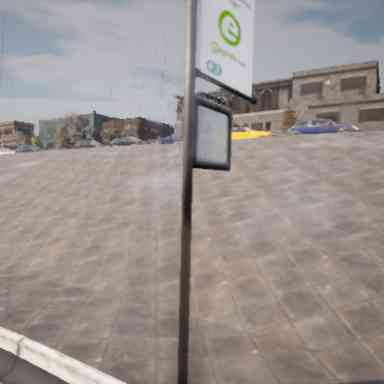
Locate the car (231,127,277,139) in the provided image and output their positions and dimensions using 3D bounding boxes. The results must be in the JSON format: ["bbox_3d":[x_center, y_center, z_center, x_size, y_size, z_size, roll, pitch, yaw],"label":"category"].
[{"bbox_3d":[3.818,-3.955,24.417,5.008,1.535,2.097,2,1,32],"label":"car"}]

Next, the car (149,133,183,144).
[{"bbox_3d":[-0.894,-4.084,27.344,4.674,1.452,2.002,2,1,33],"label":"car"}]

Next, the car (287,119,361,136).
[{"bbox_3d":[8.572,-3.912,21.601,4.553,1.767,2.185,2,1,31],"label":"car"}]

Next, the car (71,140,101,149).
[{"bbox_3d":[-10.105,-4.434,33.470,4.892,1.521,2.231,2,1,34],"label":"car"}]

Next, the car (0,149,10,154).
[{"bbox_3d":[-23.687,-4.790,42.717,4.674,1.452,2.002,2,1,34],"label":"car"}]

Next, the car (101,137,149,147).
[{"bbox_3d":[-5.539,-4.288,30.371,4.892,1.521,2.231,2,1,34],"label":"car"}]

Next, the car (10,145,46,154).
[{"bbox_3d":[-19.144,-4.824,39.624,4.553,1.767,2.185,2,1,34],"label":"car"}]
